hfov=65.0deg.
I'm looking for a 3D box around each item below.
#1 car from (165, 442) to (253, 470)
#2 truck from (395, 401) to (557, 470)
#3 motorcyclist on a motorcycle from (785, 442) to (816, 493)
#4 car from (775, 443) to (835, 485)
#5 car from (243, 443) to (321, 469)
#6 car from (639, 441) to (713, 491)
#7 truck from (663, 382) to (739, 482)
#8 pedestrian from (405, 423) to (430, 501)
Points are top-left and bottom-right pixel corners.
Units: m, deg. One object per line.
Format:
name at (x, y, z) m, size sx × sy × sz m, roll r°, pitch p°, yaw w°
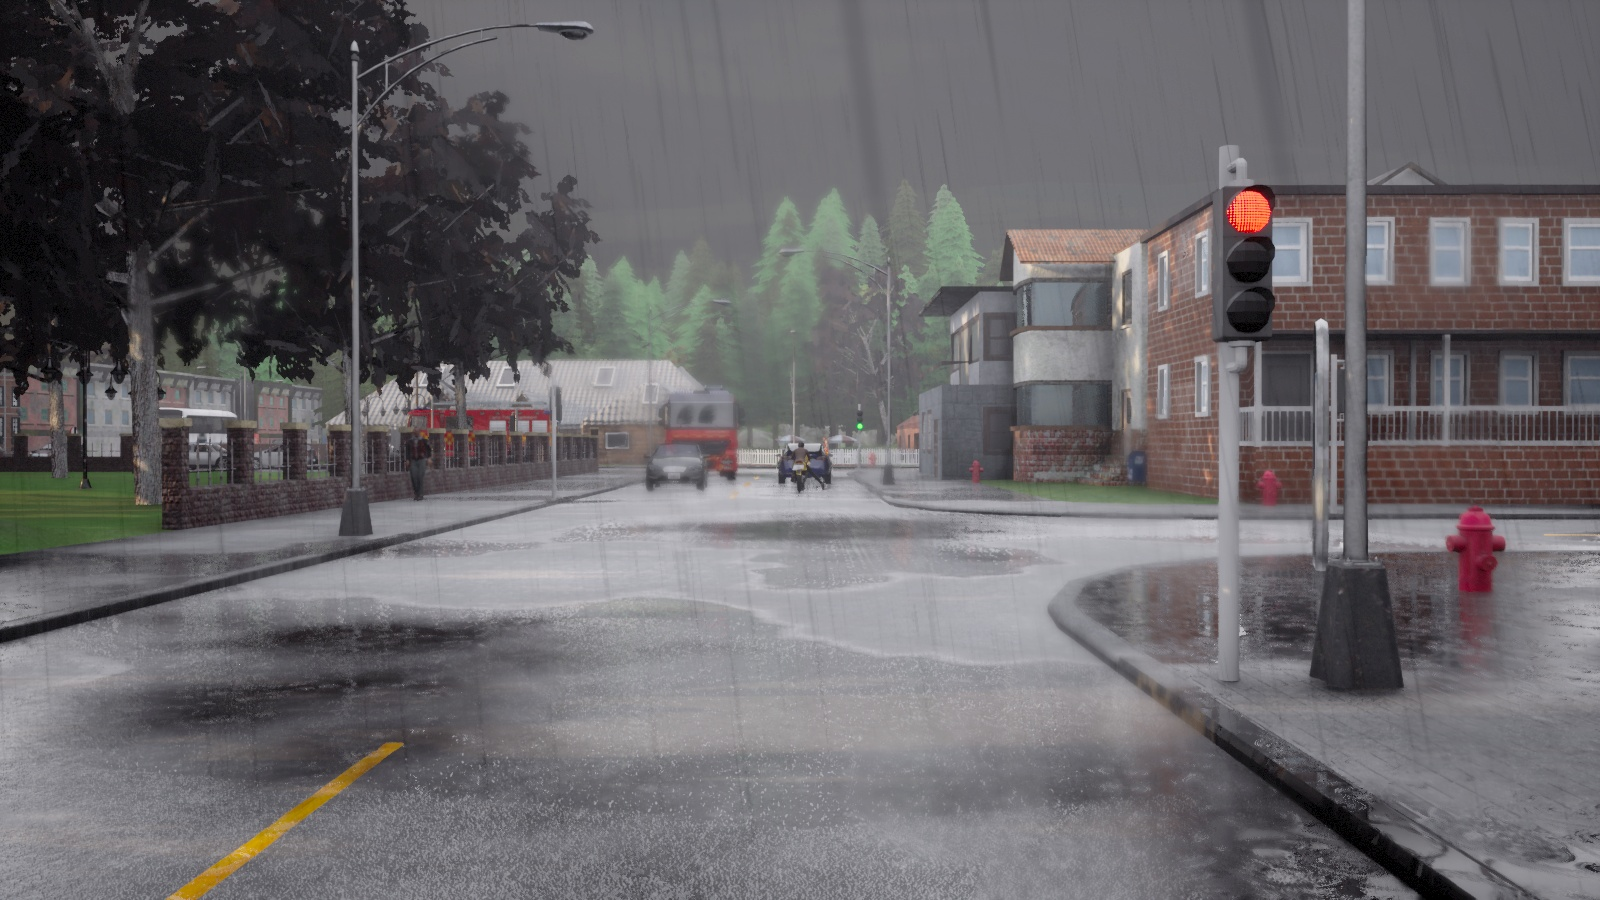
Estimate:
car at (-31.765, 0.305, 67.616) m, size 3.806 × 1.475 × 1.970 m, roll 0°, pitch 0°, yaw -1°
truck at (-18.288, -0.835, 71.285) m, size 8.468 × 3.827 × 2.891 m, roll 0°, pitch 0°, yaw 1°
motorcyclist on a motorcycle at (0.028, 0.513, 38.242) m, size 0.797 × 1.523 × 2.044 m, roll 0°, pitch 0°, yaw 4°
car at (0.167, 0.479, 47.469) m, size 2.163 × 1.488 × 4.792 m, roll 0°, pitch 0°, yaw 0°
car at (-29.387, 0.334, 71.299) m, size 3.633 × 1.501 × 1.845 m, roll 0°, pitch 0°, yaw 0°
car at (-3.947, 0.470, 40.708) m, size 2.128 × 1.511 × 4.902 m, roll 0°, pitch 0°, yaw -3°
truck at (-4.037, -0.718, 52.503) m, size 2.891 × 3.827 × 8.468 m, roll 0°, pitch 0°, yaw -3°
pedestrian at (-9.175, 0.279, 30.100) m, size 0.376 × 1.854 × 0.720 m, roll 0°, pitch 0°, yaw 0°
